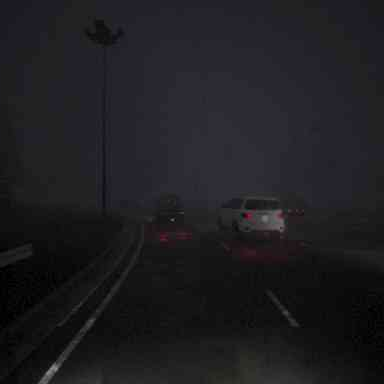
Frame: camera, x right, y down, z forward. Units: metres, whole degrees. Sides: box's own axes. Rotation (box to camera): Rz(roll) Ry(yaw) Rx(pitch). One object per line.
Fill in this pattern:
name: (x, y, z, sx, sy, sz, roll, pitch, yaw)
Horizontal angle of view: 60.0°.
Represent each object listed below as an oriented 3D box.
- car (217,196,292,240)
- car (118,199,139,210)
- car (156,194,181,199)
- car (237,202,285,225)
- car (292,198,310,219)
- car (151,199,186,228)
car: (2.853, 1.223, 17.280, 2.150, 2.045, 5.566, 0, 0, -8)
car: (-8.251, 1.567, 43.097, 1.994, 1.385, 4.181, 0, 0, -25)
car: (-2.983, 1.224, 40.054, 2.150, 2.045, 5.566, 0, 0, -23)
car: (5.036, 1.528, 25.013, 1.812, 1.442, 4.674, 0, 0, -12)
car: (7.838, 1.551, 29.375, 2.033, 1.411, 5.357, 0, 0, -15)
car: (-1.631, 1.493, 22.507, 2.128, 1.511, 4.902, 0, 0, -11)
